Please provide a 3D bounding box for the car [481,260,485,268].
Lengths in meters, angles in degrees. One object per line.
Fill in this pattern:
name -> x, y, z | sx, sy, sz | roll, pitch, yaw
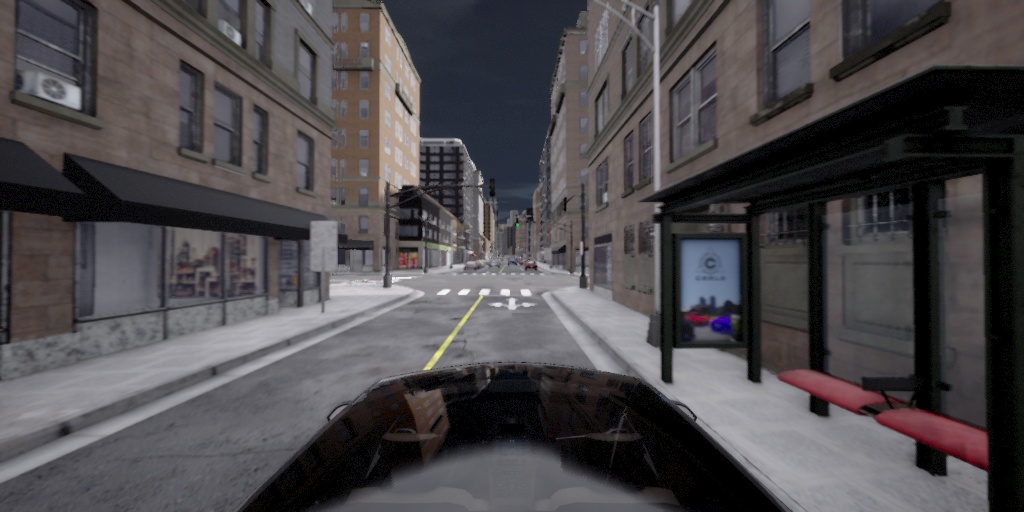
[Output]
car -> -5.835, 1.381, 56.963 | 1.948, 1.339, 4.313 | 0, 0, 0

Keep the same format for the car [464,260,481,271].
car -> -5.845, 1.388, 51.378 | 1.802, 1.307, 4.207 | 0, 0, 0

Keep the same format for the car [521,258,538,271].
car -> 2.700, 1.350, 51.365 | 1.888, 1.381, 4.507 | 0, 0, 0

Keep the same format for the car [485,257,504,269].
car -> -2.990, 1.312, 60.428 | 2.128, 1.511, 4.902 | 0, 0, 1
